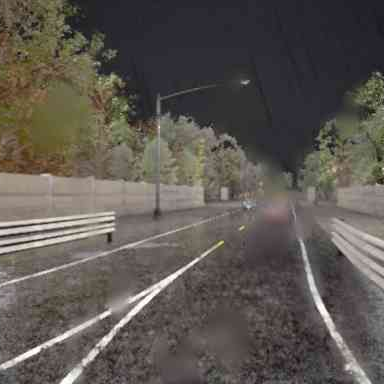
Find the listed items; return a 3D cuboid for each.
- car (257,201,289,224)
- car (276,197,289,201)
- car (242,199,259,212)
[{"bbox_3d":[6.571,1.677,26.307,1.994,1.385,4.181,0,0,16],"label":"car"},{"bbox_3d":[15.013,1.585,55.337,2.097,1.767,4.553,0,0,16],"label":"car"},{"bbox_3d":[7.554,1.641,42.701,2.128,1.511,4.902,1,0,17],"label":"car"}]
